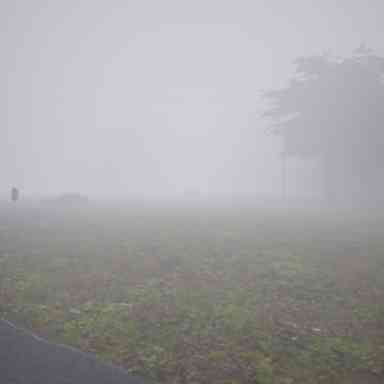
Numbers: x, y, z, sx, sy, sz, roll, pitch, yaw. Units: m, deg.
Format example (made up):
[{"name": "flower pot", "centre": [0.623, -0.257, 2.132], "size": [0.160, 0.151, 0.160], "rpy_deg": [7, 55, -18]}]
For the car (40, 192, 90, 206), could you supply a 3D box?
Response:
[{"name": "car", "centre": [-14.056, 0.740, 37.184], "size": [2.033, 1.411, 5.357], "rpy_deg": [3, 3, 36]}]

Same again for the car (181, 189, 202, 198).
[{"name": "car", "centre": [-0.123, 0.244, 56.606], "size": [1.994, 1.385, 4.181], "rpy_deg": [3, 3, 36]}]
